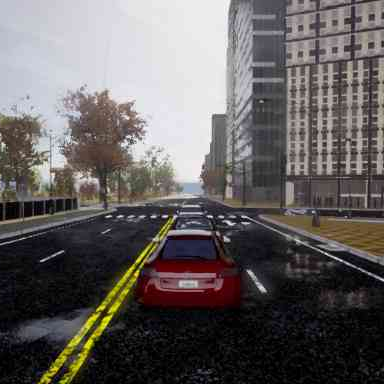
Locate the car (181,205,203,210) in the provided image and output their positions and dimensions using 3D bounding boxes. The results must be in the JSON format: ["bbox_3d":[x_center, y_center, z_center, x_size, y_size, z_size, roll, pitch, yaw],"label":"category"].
[{"bbox_3d":[-0.006,1.544,21.255,2.033,1.411,5.357,0,0,0],"label":"car"}]

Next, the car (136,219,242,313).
[{"bbox_3d":[-0.022,1.561,7.767,1.994,1.385,4.181,0,0,1],"label":"car"}]

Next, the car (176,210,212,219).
[{"bbox_3d":[0.075,1.597,13.015,1.895,1.301,4.718,0,0,0],"label":"car"}]
